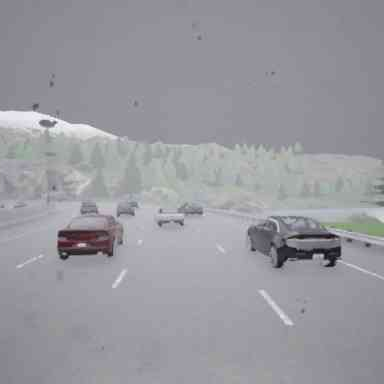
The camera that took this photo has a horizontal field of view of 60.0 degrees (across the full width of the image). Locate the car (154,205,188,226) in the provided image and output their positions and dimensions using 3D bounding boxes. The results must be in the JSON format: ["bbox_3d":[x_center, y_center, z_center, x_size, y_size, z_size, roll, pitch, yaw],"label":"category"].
[{"bbox_3d":[-1.829,1.848,25.574,1.895,1.301,4.718,0,-1,-11],"label":"car"}]

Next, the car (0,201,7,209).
[{"bbox_3d":[-34.757,2.393,60.379,2.033,1.411,5.357,0,-1,-24],"label":"car"}]

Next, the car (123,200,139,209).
[{"bbox_3d":[-10.550,2.123,57.402,1.837,1.490,4.892,0,-1,-21],"label":"car"}]

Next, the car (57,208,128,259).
[{"bbox_3d":[-3.920,1.638,13.526,1.882,1.535,5.008,0,0,-6],"label":"car"}]

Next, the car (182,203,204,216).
[{"bbox_3d":[-0.255,1.882,37.038,2.033,1.411,5.357,0,-1,-15],"label":"car"}]

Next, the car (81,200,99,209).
[{"bbox_3d":[-11.854,1.953,38.617,2.128,1.511,4.902,0,-1,-15],"label":"car"}]

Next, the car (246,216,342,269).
[{"bbox_3d":[3.240,1.564,11.494,2.128,1.511,4.902,0,0,-5],"label":"car"}]

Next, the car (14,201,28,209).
[{"bbox_3d":[-29.636,2.308,57.650,1.837,1.490,4.892,0,0,-23],"label":"car"}]

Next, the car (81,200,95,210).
[{"bbox_3d":[-17.889,2.190,56.917,1.837,1.490,4.892,0,-1,-22],"label":"car"}]

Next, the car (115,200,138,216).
[{"bbox_3d":[-7.777,1.968,38.331,2.033,1.411,5.357,0,-1,-16],"label":"car"}]
